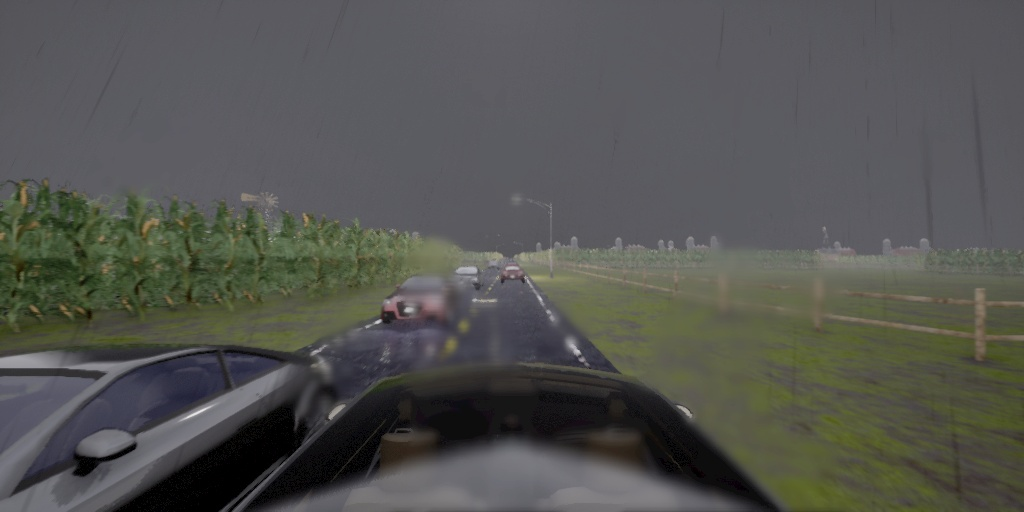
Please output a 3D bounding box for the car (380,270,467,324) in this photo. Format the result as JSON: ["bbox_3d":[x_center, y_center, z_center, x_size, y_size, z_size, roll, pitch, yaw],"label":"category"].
[{"bbox_3d":[-2.861,1.358,12.114,1.994,1.385,4.181,0,0,0],"label":"car"}]

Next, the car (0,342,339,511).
[{"bbox_3d":[-2.849,1.318,2.152,1.994,1.385,4.181,0,0,0],"label":"car"}]

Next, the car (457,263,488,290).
[{"bbox_3d":[-2.835,1.362,23.295,1.812,1.442,4.674,0,0,0],"label":"car"}]

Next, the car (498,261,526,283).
[{"bbox_3d":[0.054,1.381,29.476,1.812,1.442,4.674,0,0,0],"label":"car"}]

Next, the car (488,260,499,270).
[{"bbox_3d":[-2.900,1.448,57.393,1.837,1.490,4.892,0,0,0],"label":"car"}]
